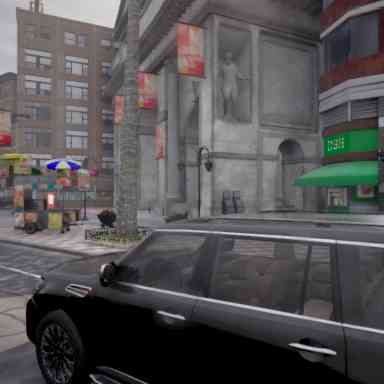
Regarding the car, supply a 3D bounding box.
[{"bbox_3d":[0.524,1.221,3.518,5.566,2.045,2.150,0,0,36],"label":"car"}]
